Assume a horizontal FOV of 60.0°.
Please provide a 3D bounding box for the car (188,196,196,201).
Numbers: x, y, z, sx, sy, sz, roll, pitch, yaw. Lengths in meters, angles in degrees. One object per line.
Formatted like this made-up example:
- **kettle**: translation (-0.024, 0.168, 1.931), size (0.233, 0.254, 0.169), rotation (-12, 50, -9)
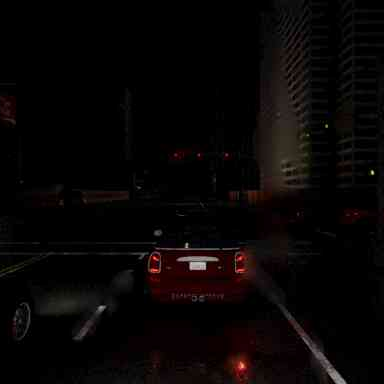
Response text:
- **car**: translation (0.057, 1.595, 83.474), size (1.895, 1.301, 4.718), rotation (0, 0, 0)

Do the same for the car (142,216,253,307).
- **car**: translation (0.105, 1.352, 8.125), size (2.097, 1.767, 4.553), rotation (0, 0, 0)

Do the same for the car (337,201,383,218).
- **car**: translation (16.291, 1.547, 30.177), size (5.357, 1.411, 2.033), rotation (0, 0, 0)

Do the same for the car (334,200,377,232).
- **car**: translation (11.213, 1.352, 19.454), size (4.553, 1.767, 2.097), rotation (0, 0, 0)

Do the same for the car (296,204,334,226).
- **car**: translation (9.367, 1.564, 22.946), size (4.181, 1.385, 1.994), rotation (0, 0, 0)

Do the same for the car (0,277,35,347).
- **car**: translation (-3.396, 1.526, 3.350), size (1.812, 1.442, 4.674), rotation (0, 0, 0)
